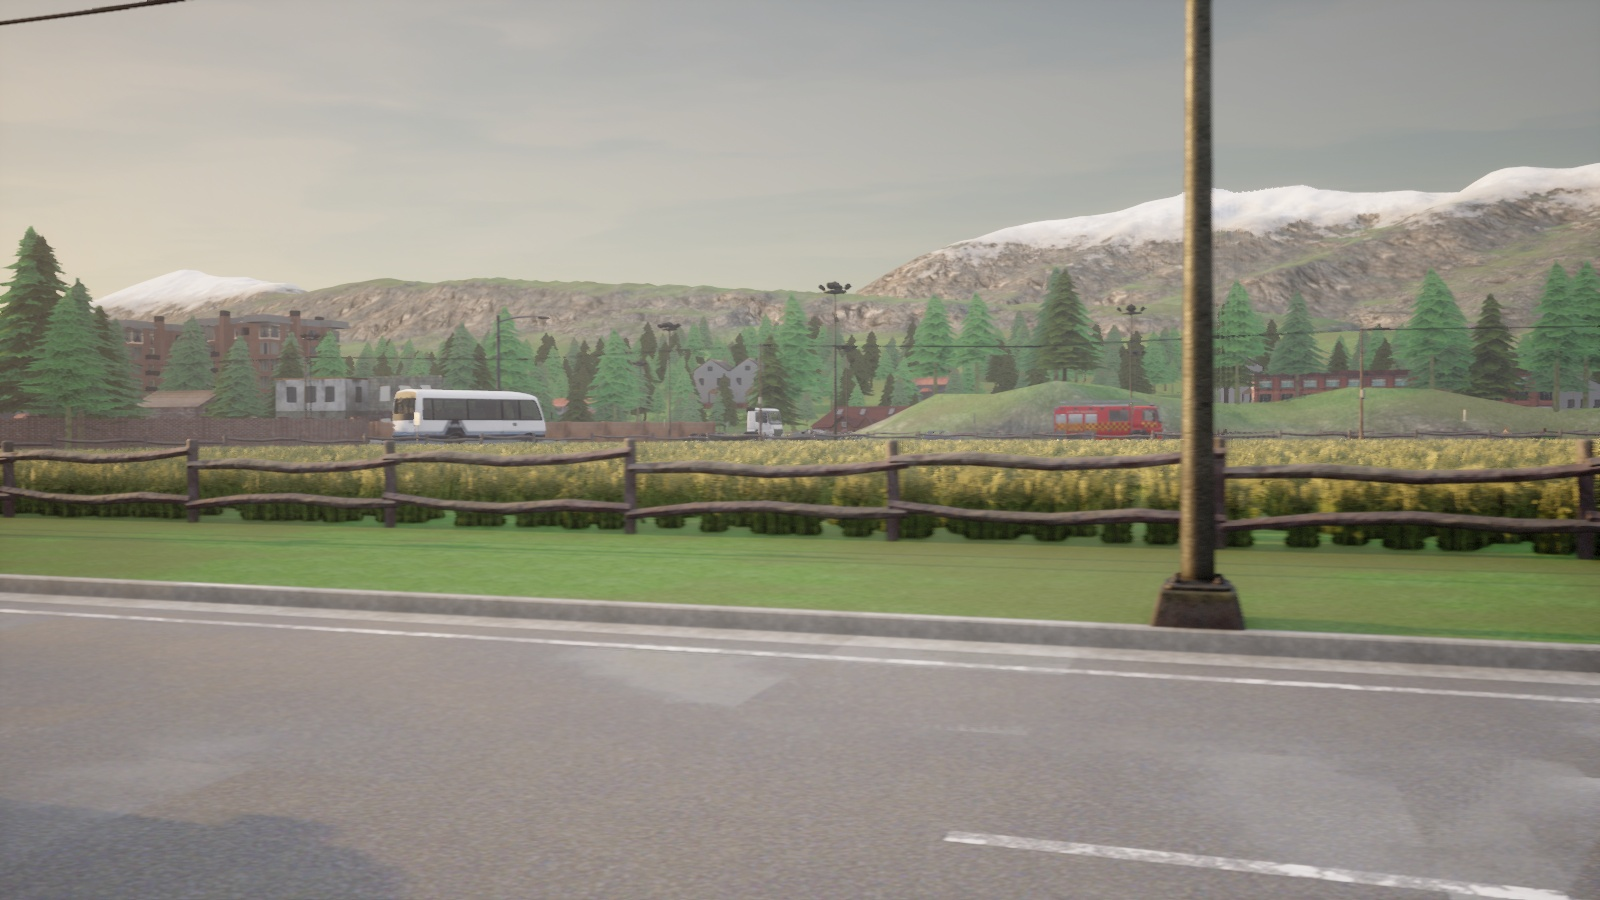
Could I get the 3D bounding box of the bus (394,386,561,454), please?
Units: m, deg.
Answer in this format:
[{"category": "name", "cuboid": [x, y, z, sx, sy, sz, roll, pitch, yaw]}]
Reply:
[{"category": "bus", "cuboid": [-21.405, -1.975, 83.938, 3.944, 4.253, 10.273, 1, 1, 44]}]
